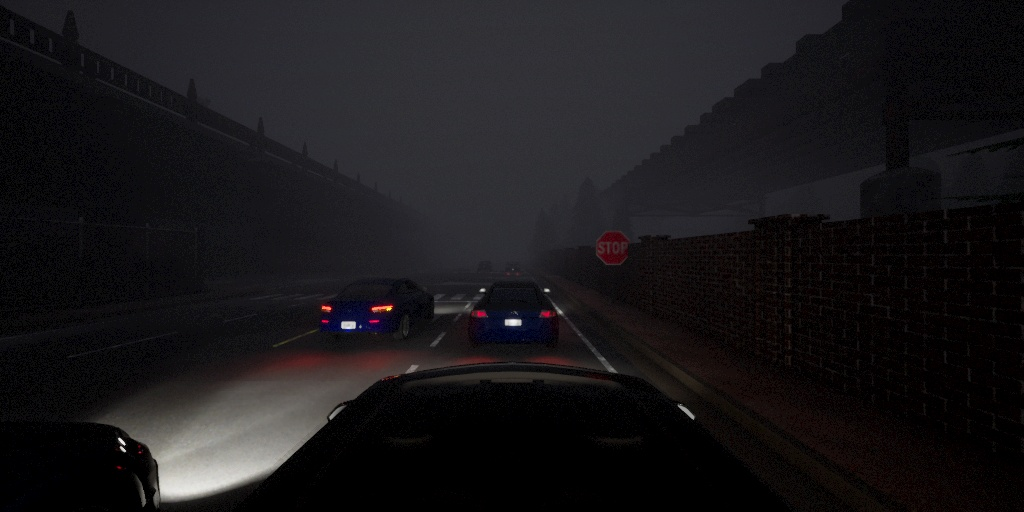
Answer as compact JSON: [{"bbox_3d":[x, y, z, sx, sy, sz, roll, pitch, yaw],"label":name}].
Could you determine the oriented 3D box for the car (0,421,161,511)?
[{"bbox_3d":[-3.398,1.314,0.683,1.994,1.385,4.181,0,0,0],"label":"car"}]

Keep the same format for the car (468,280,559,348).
[{"bbox_3d":[0.067,1.314,9.258,1.994,1.385,4.181,0,0,1],"label":"car"}]

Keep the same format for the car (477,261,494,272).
[{"bbox_3d":[-3.410,1.297,45.908,2.033,1.411,5.357,0,0,-1],"label":"car"}]

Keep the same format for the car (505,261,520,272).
[{"bbox_3d":[0.085,1.351,46.076,1.895,1.301,4.718,0,0,-1],"label":"car"}]

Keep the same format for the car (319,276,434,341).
[{"bbox_3d":[-3.415,1.276,9.779,1.812,1.442,4.674,0,0,0],"label":"car"}]
